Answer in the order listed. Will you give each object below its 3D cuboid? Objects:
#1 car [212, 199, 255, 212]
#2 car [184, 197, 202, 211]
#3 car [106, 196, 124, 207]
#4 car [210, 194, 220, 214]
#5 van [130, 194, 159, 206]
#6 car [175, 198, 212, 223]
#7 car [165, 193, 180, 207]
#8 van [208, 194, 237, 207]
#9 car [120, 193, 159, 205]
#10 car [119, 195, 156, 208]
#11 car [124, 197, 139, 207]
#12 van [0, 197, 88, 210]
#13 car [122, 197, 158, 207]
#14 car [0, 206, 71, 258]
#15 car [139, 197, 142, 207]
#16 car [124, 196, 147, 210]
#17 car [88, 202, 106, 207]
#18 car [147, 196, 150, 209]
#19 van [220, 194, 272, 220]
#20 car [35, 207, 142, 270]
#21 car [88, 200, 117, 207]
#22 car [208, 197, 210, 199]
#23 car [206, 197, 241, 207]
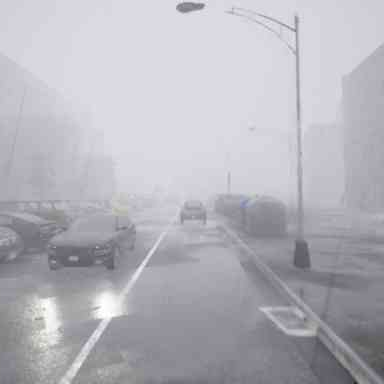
[{"bbox_3d":[4.672,1.505,38.202,4.674,1.452,2.002,0,0,0],"label":"car"},{"bbox_3d":[0.094,1.476,41.567,2.128,1.511,4.902,0,0,0],"label":"car"},{"bbox_3d":[-7.621,1.345,24.086,4.553,1.767,2.185,0,0,0],"label":"car"},{"bbox_3d":[4.704,1.217,29.953,5.566,2.045,2.435,0,0,0],"label":"car"},{"bbox_3d":[-7.774,1.299,54.792,4.442,1.987,1.878,0,-1,0],"label":"van"},{"bbox_3d":[0.096,1.481,25.025,2.128,1.511,4.902,0,0,0],"label":"car"},{"bbox_3d":[-3.081,1.234,52.920,2.150,2.045,5.566,0,-1,0],"label":"car"},{"bbox_3d":[4.790,1.261,52.268,4.442,1.987,1.878,0,-1,0],"label":"van"},{"bbox_3d":[-7.628,1.210,46.437,5.566,2.045,2.435,0,0,0],"label":"car"},{"bbox_3d":[-7.627,1.492,43.643,4.792,1.488,2.163,0,0,0],"label":"car"},{"bbox_3d":[-7.839,1.465,29.675,5.366,1.575,1.946,0,0,0],"label":"car"},{"bbox_3d":[-7.536,1.248,15.706,4.442,1.987,1.878,0,0,0],"label":"van"},{"bbox_3d":[-7.656,1.464,49.171,5.008,1.535,2.097,0,0,0],"label":"car"},{"bbox_3d":[-7.647,1.475,12.788,5.008,1.535,2.097,0,0,0],"label":"car"},{"bbox_3d":[-7.683,1.496,32.467,4.792,1.488,2.163,0,0,0],"label":"car"},{"bbox_3d":[-7.840,1.463,35.262,5.366,1.575,1.946,0,0,0],"label":"car"},{"bbox_3d":[-7.659,1.474,18.500,4.892,1.521,2.231,0,0,0],"label":"car"},{"bbox_3d":[-7.685,1.494,38.056,4.792,1.488,2.163,0,0,0],"label":"car"},{"bbox_3d":[4.793,1.244,27.162,4.442,1.987,1.878,0,0,0],"label":"van"},{"bbox_3d":[-3.102,1.473,11.221,1.882,1.535,5.008,0,0,0],"label":"car"},{"bbox_3d":[-7.647,1.472,21.294,4.892,1.521,2.231,0,0,0],"label":"car"},{"bbox_3d":[4.490,1.464,32.619,5.366,1.575,1.946,0,0,0],"label":"car"},{"bbox_3d":[4.679,1.465,49.492,5.008,1.535,2.097,0,0,0],"label":"car"}]
